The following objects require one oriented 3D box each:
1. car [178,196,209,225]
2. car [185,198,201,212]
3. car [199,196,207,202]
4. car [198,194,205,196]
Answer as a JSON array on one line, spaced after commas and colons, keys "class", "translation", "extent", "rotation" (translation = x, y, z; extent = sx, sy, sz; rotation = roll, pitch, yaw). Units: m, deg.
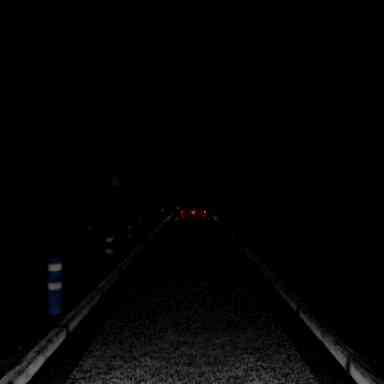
[{"class": "car", "translation": [0.097, 1.426, 24.833], "extent": [2.097, 1.767, 4.553], "rotation": [0, 0, 0]}, {"class": "car", "translation": [0.094, 1.637, 42.969], "extent": [1.882, 1.535, 5.008], "rotation": [0, 0, 0]}, {"class": "car", "translation": [2.985, 1.902, 91.280], "extent": [2.163, 1.488, 4.792], "rotation": [0, 0, 0]}, {"class": "car", "translation": [2.986, 1.832, 80.074], "extent": [2.231, 1.521, 4.892], "rotation": [0, 0, 0]}]
